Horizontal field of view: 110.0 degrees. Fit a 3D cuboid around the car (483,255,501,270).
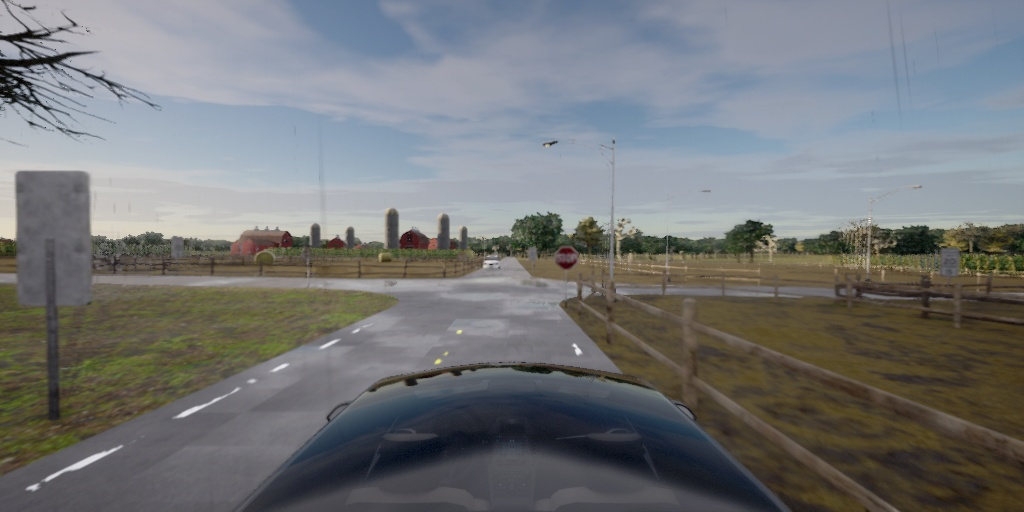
[{"bbox_3d":[-2.732,0.969,49.562,2.150,2.045,5.566,0,2,0],"label":"car"}]
